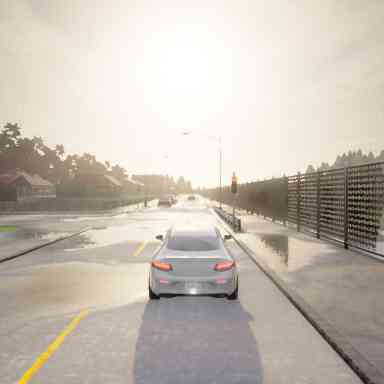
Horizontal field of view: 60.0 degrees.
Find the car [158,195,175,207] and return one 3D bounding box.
[{"bbox_3d":[-4.205,1.478,51.810,1.882,1.535,5.008,0,0,0],"label":"car"}]

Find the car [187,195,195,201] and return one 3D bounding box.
[{"bbox_3d":[-0.190,1.478,86.391,1.882,1.535,5.008,0,0,0],"label":"car"}]

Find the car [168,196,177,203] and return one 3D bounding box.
[{"bbox_3d":[-4.153,1.524,71.654,1.812,1.442,4.674,0,0,0],"label":"car"}]

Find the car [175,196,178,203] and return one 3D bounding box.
[{"bbox_3d":[-4.195,1.352,61.740,2.097,1.767,4.553,0,0,0],"label":"car"}]

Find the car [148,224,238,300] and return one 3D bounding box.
[{"bbox_3d":[0.037,1.526,8.268,1.812,1.442,4.674,0,0,0],"label":"car"}]
